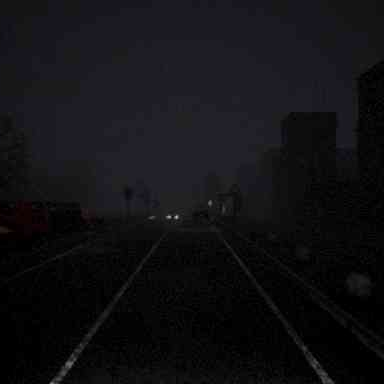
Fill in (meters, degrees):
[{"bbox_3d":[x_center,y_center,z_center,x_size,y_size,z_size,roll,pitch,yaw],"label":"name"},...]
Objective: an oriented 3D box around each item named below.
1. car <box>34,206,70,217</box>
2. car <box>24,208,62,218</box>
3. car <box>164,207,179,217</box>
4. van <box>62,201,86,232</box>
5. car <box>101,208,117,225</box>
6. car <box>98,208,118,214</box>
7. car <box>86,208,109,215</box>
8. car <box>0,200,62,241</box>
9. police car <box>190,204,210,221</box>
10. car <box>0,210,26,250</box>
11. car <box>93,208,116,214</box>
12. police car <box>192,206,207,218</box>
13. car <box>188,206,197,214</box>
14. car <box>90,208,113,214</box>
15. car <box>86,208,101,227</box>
[{"bbox_3d":[-21.955,3.028,52.291,4.553,1.767,2.185,0,-3,0],"label":"car"},{"bbox_3d":[-21.895,3.028,49.116,4.674,1.452,2.002,0,-3,0],"label":"car"},{"bbox_3d":[-3.238,3.556,57.629,1.994,1.385,4.181,0,-3,1],"label":"car"},{"bbox_3d":[-9.647,1.590,21.810,4.442,1.987,1.878,0,-2,0],"label":"van"},{"bbox_3d":[-9.373,2.011,27.756,5.366,1.575,1.946,0,-2,0],"label":"car"},{"bbox_3d":[-21.781,4.985,86.269,4.674,1.452,2.002,0,-3,0],"label":"car"},{"bbox_3d":[-21.820,4.474,76.584,4.674,1.452,2.002,0,-3,0],"label":"car"},{"bbox_3d":[-9.524,1.389,15.621,5.566,2.045,2.435,0,-2,0],"label":"car"},{"bbox_3d":[0.987,2.351,37.128,1.930,1.638,5.238,0,-3,0],"label":"police car"},{"bbox_3d":[-9.473,1.574,12.699,5.008,1.535,2.097,0,-1,-1],"label":"car"},{"bbox_3d":[-21.802,4.779,83.126,5.008,1.535,2.097,0,-3,0],"label":"car"},{"bbox_3d":[1.011,2.864,47.126,1.930,1.638,5.238,0,-3,0],"label":"police car"},{"bbox_3d":[0.173,4.687,87.758,2.150,2.045,5.566,0,-3,0],"label":"car"},{"bbox_3d":[-21.804,4.608,79.858,4.892,1.521,2.231,0,-3,0],"label":"car"},{"bbox_3d":[-9.576,1.785,24.843,4.553,1.767,2.185,0,-2,0],"label":"car"}]
